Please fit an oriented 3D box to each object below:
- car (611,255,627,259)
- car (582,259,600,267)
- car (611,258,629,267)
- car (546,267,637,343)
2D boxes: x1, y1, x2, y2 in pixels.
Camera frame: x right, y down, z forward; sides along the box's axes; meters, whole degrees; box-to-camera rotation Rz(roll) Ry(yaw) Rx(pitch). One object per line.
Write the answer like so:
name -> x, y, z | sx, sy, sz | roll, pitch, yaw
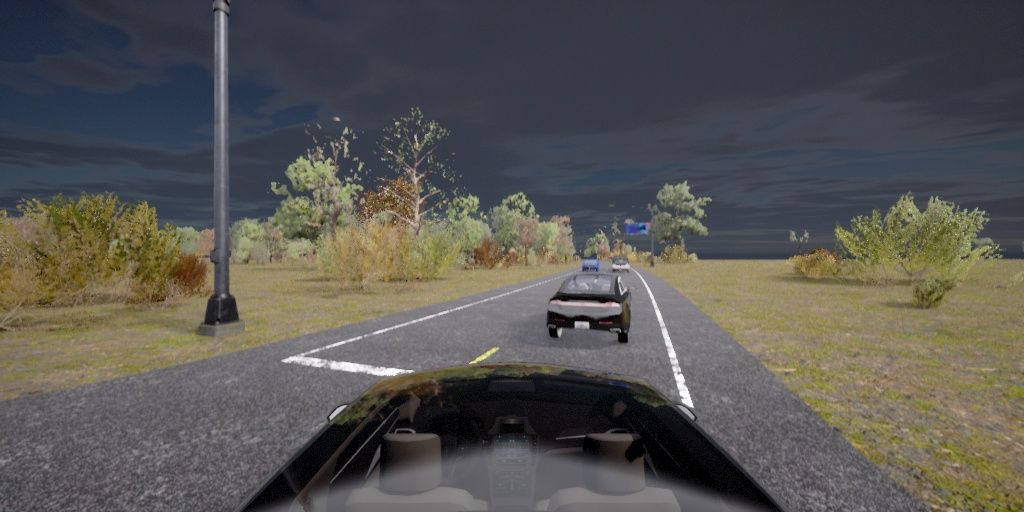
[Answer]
car -> 15.084, 0.882, 50.099 | 2.150, 2.045, 5.566 | 0, 0, 16
car -> 9.776, 1.140, 44.305 | 1.882, 1.535, 5.008 | 0, 0, 16
car -> 12.902, 1.264, 42.473 | 1.895, 1.301, 4.718 | 0, 0, 18
car -> 2.263, 1.222, 9.741 | 2.128, 1.511, 4.902 | 0, 0, 20
